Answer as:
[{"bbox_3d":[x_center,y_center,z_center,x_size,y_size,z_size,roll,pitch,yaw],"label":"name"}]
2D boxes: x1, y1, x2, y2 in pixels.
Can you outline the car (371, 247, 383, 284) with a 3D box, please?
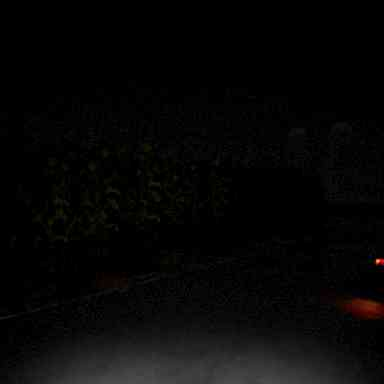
[{"bbox_3d":[6.242,1.564,8.585,2.033,1.411,5.357,0,0,43],"label":"car"}]
